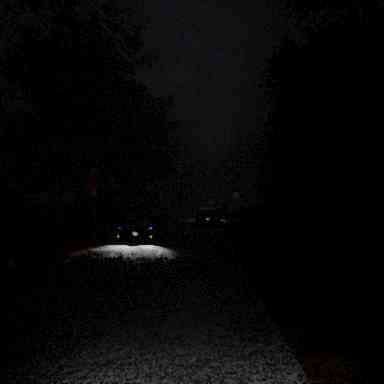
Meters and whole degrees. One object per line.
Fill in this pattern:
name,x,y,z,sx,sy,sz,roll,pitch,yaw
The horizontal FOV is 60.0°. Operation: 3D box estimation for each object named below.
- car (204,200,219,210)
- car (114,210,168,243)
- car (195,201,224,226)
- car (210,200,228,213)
car,3.312,2.171,56.515,1.812,1.442,4.674,1,-1,13
car,-2.321,1.595,16.143,1.994,1.385,4.181,0,0,4
car,1.254,1.635,24.325,1.812,1.442,4.674,0,-1,5
car,3.593,1.932,42.621,2.033,1.411,5.357,0,-1,9
